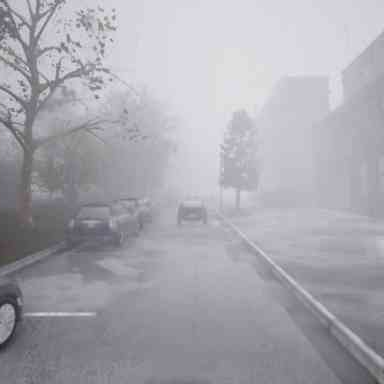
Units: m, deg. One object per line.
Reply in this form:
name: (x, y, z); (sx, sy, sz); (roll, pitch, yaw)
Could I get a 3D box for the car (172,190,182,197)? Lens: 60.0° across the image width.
car: (-3.632, 0.272, 81.525); (1.946, 1.575, 5.366); (0, 1, 2)

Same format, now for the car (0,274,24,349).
car: (-3.633, 1.475, 3.329); (2.231, 1.521, 4.892); (1, 1, 2)

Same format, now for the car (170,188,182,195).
car: (-3.642, 0.555, 64.626); (2.097, 1.535, 5.008); (0, 1, 2)

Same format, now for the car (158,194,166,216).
car: (-3.649, 1.185, 25.632); (2.231, 1.521, 4.892); (0, 1, 2)

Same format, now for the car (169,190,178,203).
car: (-3.644, 0.862, 47.950); (2.163, 1.488, 4.792); (0, 1, 2)

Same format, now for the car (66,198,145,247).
car: (-3.652, 1.226, 14.464); (2.185, 1.767, 4.553); (0, 1, 2)

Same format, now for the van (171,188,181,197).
van: (-3.637, 0.142, 75.883); (1.878, 1.987, 4.442); (0, 1, 2)

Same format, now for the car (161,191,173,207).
car: (-3.640, 1.005, 36.965); (1.946, 1.575, 5.366); (0, 1, 2)

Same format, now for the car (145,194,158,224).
car: (-3.651, 1.143, 20.035); (2.185, 1.767, 4.553); (0, 1, 2)

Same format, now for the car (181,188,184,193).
car: (-3.641, 0.210, 70.225); (2.435, 2.045, 5.566); (0, 1, 2)

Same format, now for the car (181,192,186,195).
car: (0.080, 1.046, 38.898); (2.033, 1.411, 5.357); (0, 1, 0)

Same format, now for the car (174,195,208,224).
car: (0.033, 1.228, 22.619); (1.882, 1.535, 5.008); (0, 1, 1)
